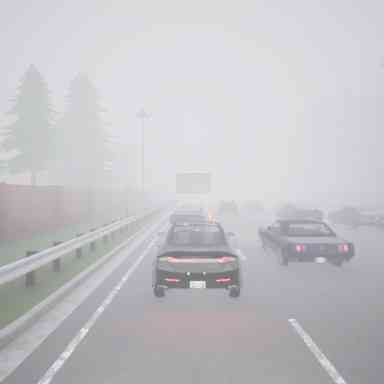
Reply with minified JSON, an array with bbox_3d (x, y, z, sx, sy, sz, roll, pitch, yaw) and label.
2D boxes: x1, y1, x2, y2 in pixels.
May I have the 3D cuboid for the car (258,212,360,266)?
[{"bbox_3d":[3.609,1.601,11.523,1.895,1.301,4.718,0,0,0],"label":"car"}]

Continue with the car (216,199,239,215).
[{"bbox_3d":[3.627,1.490,34.320,2.128,1.511,4.902,0,0,0],"label":"car"}]

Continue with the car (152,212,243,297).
[{"bbox_3d":[0.107,1.492,8.554,2.128,1.511,4.902,0,0,0],"label":"car"}]

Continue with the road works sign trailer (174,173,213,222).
[{"bbox_3d":[0.077,0.464,22.920,2.380,3.560,2.880,0,0,0],"label":"road works sign trailer"}]

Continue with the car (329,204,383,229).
[{"bbox_3d":[10.608,1.547,21.485,2.033,1.411,5.357,0,0,1],"label":"car"}]

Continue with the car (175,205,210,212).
[{"bbox_3d":[-0.033,1.474,19.002,1.882,1.535,5.008,0,0,6],"label":"car"}]

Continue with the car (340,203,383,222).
[{"bbox_3d":[14.121,1.601,27.227,1.895,1.301,4.718,0,0,0],"label":"car"}]

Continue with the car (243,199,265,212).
[{"bbox_3d":[7.130,1.547,38.837,2.033,1.411,5.357,0,0,0],"label":"car"}]

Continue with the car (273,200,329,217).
[{"bbox_3d":[7.118,1.478,22.411,1.882,1.535,5.008,0,0,0],"label":"car"}]

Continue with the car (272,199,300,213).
[{"bbox_3d":[10.631,1.563,37.837,1.994,1.385,4.181,0,0,0],"label":"car"}]
